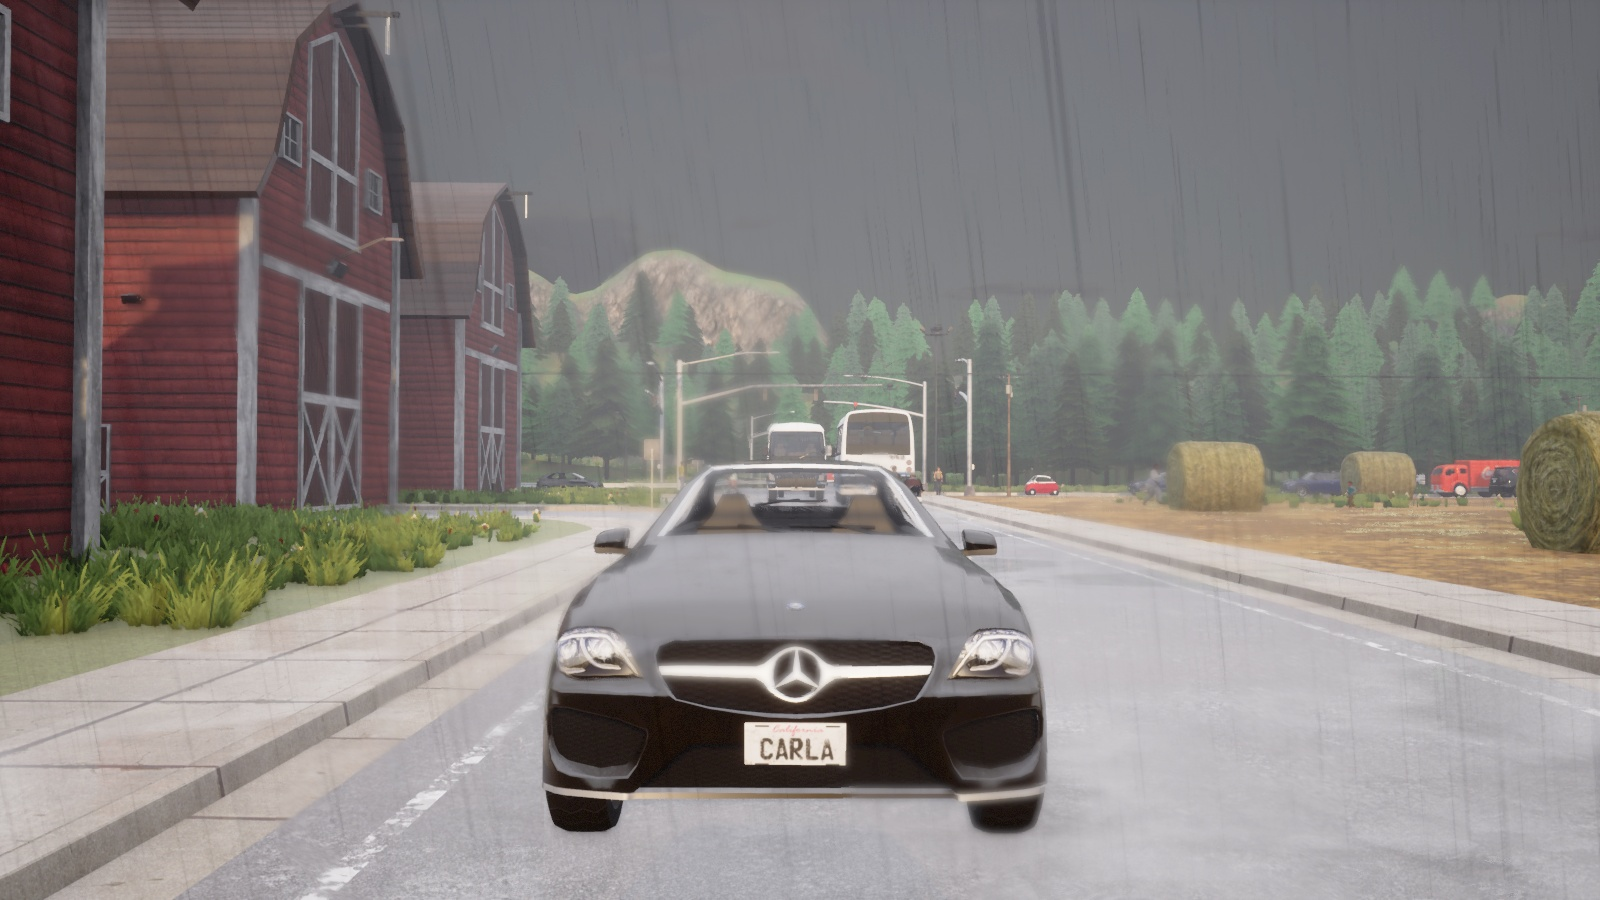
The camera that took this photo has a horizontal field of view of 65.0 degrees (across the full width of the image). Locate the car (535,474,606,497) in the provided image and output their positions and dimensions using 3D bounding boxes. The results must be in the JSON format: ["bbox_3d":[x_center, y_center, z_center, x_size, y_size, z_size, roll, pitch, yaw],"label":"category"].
[{"bbox_3d":[-14.528,2.246,79.589,4.193,1.474,1.816,0,-1,1],"label":"car"}]

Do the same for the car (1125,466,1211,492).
[{"bbox_3d":[24.154,1.905,82.490,5.027,1.651,2.152,0,-1,1],"label":"car"}]

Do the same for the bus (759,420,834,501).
[{"bbox_3d":[-0.181,0.638,71.583,3.944,4.253,10.273,0,-1,0],"label":"bus"}]

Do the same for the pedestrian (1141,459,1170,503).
[{"bbox_3d":[15.025,1.296,53.097,0.900,1.855,0.874,-1,-1,36],"label":"pedestrian"}]

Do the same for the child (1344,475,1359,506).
[{"bbox_3d":[21.721,1.588,49.444,0.448,1.192,0.343,0,-1,-1],"label":"child"}]

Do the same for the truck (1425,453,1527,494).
[{"bbox_3d":[44.172,1.537,82.184,5.204,2.467,2.627,-1,-1,1],"label":"truck"}]

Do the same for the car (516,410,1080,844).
[{"bbox_3d":[-0.019,0.716,7.320,2.152,1.651,5.027,0,-1,0],"label":"car"}]

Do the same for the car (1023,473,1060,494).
[{"bbox_3d":[15.880,2.216,82.614,2.207,1.376,1.481,0,-1,1],"label":"car"}]

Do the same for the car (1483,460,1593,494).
[{"bbox_3d":[46.188,1.693,78.649,5.566,2.045,2.150,0,-1,1],"label":"car"}]

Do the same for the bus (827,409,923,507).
[{"bbox_3d":[3.349,0.417,59.418,3.944,4.253,10.273,0,-1,0],"label":"bus"}]

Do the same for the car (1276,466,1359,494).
[{"bbox_3d":[33.914,1.943,82.336,4.553,1.767,2.097,0,-1,1],"label":"car"}]
